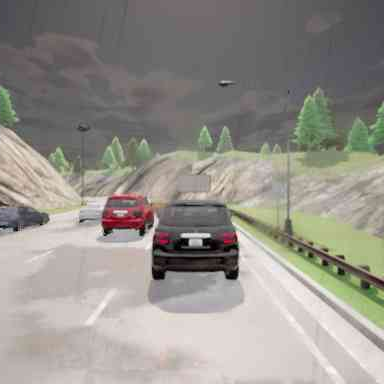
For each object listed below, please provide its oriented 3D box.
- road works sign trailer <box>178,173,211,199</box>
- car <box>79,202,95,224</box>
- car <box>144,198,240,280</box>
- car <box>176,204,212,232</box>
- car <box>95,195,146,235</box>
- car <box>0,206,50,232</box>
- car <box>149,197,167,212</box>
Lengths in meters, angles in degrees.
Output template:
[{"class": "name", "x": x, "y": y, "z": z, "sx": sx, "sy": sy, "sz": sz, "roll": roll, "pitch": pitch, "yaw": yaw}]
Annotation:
[{"class": "road works sign trailer", "x": 0.168, "y": 0.430, "z": 24.139, "sx": 2.380, "sy": 3.560, "sz": 2.880, "roll": 0, "pitch": 0, "yaw": 0}, {"class": "car", "x": -6.950, "y": 1.490, "z": 24.665, "sx": 1.812, "sy": 1.442, "sz": 4.674, "roll": 0, "pitch": 0, "yaw": 0}, {"class": "car", "x": 0.080, "y": 1.207, "z": 10.025, "sx": 2.150, "sy": 2.045, "sz": 5.566, "roll": 0, "pitch": 0, "yaw": 0}, {"class": "car", "x": 0.095, "y": 1.528, "z": 20.643, "sx": 1.994, "sy": 1.385, "sz": 4.181, "roll": 0, "pitch": 0, "yaw": -1}, {"class": "car", "x": -3.436, "y": 1.196, "z": 18.641, "sx": 2.150, "sy": 2.045, "sz": 5.566, "roll": 0, "pitch": 0, "yaw": 0}, {"class": "car", "x": -10.438, "y": 1.519, "z": 19.832, "sx": 2.033, "sy": 1.411, "sz": 5.357, "roll": 0, "pitch": 0, "yaw": 0}, {"class": "car", "x": -3.857, "y": 1.423, "z": 38.648, "sx": 1.882, "sy": 1.535, "sz": 5.008, "roll": 0, "pitch": 0, "yaw": -4}]
